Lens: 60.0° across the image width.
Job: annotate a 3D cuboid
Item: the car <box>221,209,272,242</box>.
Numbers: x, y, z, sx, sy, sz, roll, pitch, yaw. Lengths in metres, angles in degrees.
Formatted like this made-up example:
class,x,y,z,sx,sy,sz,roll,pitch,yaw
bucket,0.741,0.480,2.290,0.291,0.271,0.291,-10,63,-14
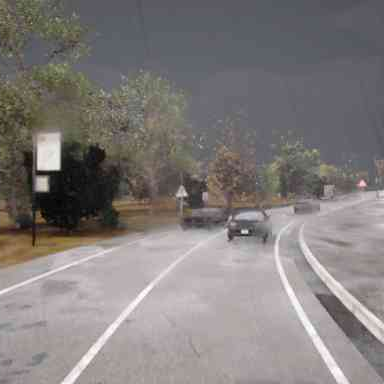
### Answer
class,x,y,z,sx,sy,sz,roll,pitch,yaw
car,2.972,1.574,16.721,1.812,1.442,4.674,-1,-1,17

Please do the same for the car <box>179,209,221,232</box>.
class,x,y,z,sx,sy,sz,roll,pitch,yaw
car,0.858,1.745,21.340,1.895,1.301,4.718,-2,-1,21

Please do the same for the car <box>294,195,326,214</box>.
class,x,y,z,sx,sy,sz,roll,pitch,yaw
car,12.361,1.443,35.623,2.128,1.511,4.902,-3,0,33

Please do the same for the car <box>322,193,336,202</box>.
class,x,y,z,sx,sy,sz,roll,pitch,yaw
car,23.169,0.866,56.957,2.128,1.511,4.902,-3,0,36
